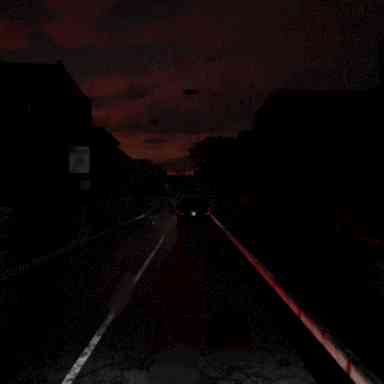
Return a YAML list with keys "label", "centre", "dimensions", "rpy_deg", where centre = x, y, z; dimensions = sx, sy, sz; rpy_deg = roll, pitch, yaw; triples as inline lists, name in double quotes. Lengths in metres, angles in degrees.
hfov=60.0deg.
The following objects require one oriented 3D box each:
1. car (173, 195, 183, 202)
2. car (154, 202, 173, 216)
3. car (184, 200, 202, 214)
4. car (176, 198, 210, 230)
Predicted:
- label: "car"
  centre: [-3.372, 1.451, 79.071]
  dimensions: [2.128, 1.511, 4.902]
  rpy_deg: [0, 0, 0]
- label: "car"
  centre: [-3.168, 1.824, 37.281]
  dimensions: [1.882, 1.535, 5.008]
  rpy_deg: [0, 0, 0]
- label: "car"
  centre: [0.113, 1.859, 41.782]
  dimensions: [2.128, 1.511, 4.902]
  rpy_deg: [0, 0, 0]
- label: "car"
  centre: [0.107, 1.451, 23.217]
  dimensions: [2.150, 2.045, 5.566]
  rpy_deg: [0, 0, 0]
